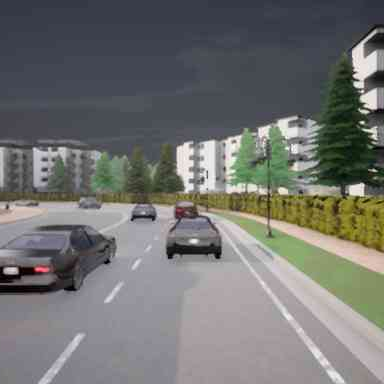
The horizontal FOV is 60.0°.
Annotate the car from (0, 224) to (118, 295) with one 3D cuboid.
[{"bbox_3d":[-3.454,1.565,8.898,2.033,1.411,5.357,0,0,1],"label":"car"}]

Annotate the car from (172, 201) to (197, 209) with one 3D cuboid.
[{"bbox_3d":[-0.665,1.535,29.110,1.882,1.535,5.008,0,0,-7],"label":"car"}]

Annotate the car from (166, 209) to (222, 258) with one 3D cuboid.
[{"bbox_3d":[0.077,1.589,12.934,1.994,1.385,4.181,0,0,0],"label":"car"}]

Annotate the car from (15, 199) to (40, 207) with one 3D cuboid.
[{"bbox_3d":[-26.596,1.707,53.845,4.718,1.301,1.895,0,0,38],"label":"car"}]

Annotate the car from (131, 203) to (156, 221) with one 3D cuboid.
[{"bbox_3d":[-4.062,1.619,28.146,1.994,1.385,4.181,0,0,-6],"label":"car"}]

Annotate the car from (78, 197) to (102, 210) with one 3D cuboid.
[{"bbox_3d":[-13.629,1.439,44.388,2.097,1.767,4.553,0,0,-33],"label":"car"}]
